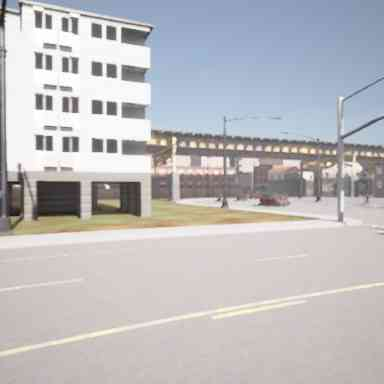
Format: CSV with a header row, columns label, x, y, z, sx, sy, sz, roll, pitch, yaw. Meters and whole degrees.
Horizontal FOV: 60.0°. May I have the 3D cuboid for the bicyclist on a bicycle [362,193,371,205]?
label,x,y,z,sx,sy,sz,roll,pitch,yaw
bicyclist on a bicycle,22.535,0.903,43.027,1.656,1.620,0.582,-1,1,-23

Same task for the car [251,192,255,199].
label,x,y,z,sx,sy,sz,roll,pitch,yaw
car,15.041,0.753,75.678,2.097,1.767,4.553,0,1,43

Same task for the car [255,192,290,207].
label,x,y,z,sx,sy,sz,roll,pitch,yaw
car,10.637,1.002,42.998,2.097,1.767,4.553,0,0,-22

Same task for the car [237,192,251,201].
label,x,y,z,sx,sy,sz,roll,pitch,yaw
car,10.064,0.977,66.542,2.128,1.511,4.902,0,0,14

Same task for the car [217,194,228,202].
label,x,y,z,sx,sy,sz,roll,pitch,yaw
car,5.538,1.035,60.998,2.128,1.511,4.902,0,0,3
